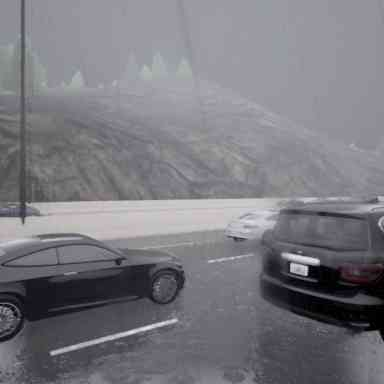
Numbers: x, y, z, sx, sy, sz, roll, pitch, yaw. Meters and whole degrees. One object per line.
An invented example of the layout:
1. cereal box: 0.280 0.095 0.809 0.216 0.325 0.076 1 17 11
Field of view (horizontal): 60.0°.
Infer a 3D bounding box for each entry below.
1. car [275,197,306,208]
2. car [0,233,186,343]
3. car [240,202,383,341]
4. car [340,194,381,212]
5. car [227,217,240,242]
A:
1. car: 14.403 1.525 48.673 4.674 1.442 1.812 0 0 -35
2. car: -2.305 1.525 6.404 4.674 1.442 1.812 0 0 -36
3. car: 3.749 1.222 6.428 5.566 2.045 2.150 0 0 -36
4. car: 20.315 1.222 40.004 5.566 2.045 2.150 0 0 -35
5. car: 3.627 1.525 14.943 4.674 1.442 1.812 0 0 -36
